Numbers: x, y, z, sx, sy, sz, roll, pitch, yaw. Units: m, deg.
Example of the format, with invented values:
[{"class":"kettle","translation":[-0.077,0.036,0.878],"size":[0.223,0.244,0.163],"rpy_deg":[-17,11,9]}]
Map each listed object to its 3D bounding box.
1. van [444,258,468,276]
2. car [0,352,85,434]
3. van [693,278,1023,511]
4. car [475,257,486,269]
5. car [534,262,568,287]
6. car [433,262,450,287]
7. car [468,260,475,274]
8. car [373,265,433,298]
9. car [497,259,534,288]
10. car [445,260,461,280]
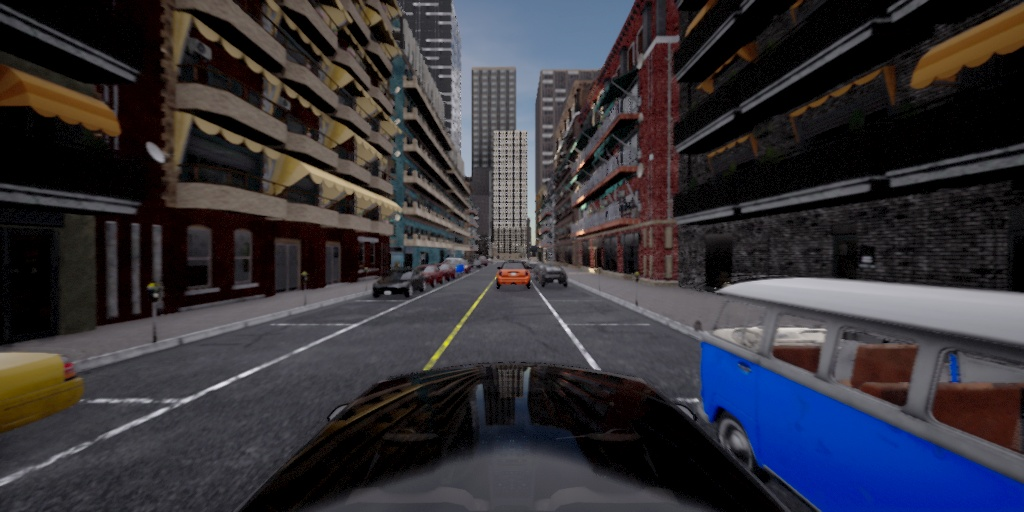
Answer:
[{"class":"van","translation":[-5.704,1.092,35.205],"size":[1.690,1.789,3.998],"rpy_deg":[0,0,0]},{"class":"car","translation":[-5.693,1.275,1.894],"size":[1.751,1.417,4.829],"rpy_deg":[0,0,0]},{"class":"van","translation":[2.689,1.091,2.054],"size":[1.690,1.789,3.998],"rpy_deg":[0,0,0]},{"class":"car","translation":[-5.711,1.323,57.299],"size":[1.948,1.339,4.313],"rpy_deg":[0,0,0]},{"class":"car","translation":[2.681,1.300,24.147],"size":[2.007,1.370,4.403],"rpy_deg":[0,0,0]},{"class":"car","translation":[-5.700,1.295,24.157],"size":[1.888,1.381,4.507],"rpy_deg":[0,0,0]},{"class":"car","translation":[-5.706,1.192,40.728],"size":[1.967,1.591,4.097],"rpy_deg":[0,0,0]},{"class":"car","translation":[-5.698,1.315,18.634],"size":[1.948,1.339,4.313],"rpy_deg":[0,0,0]},{"class":"car","translation":[0.093,1.102,23.738],"size":[2.097,1.767,4.553],"rpy_deg":[0,0,0]},{"class":"car","translation":[-5.702,1.296,29.681],"size":[1.888,1.381,4.507],"rpy_deg":[0,0,0]}]
